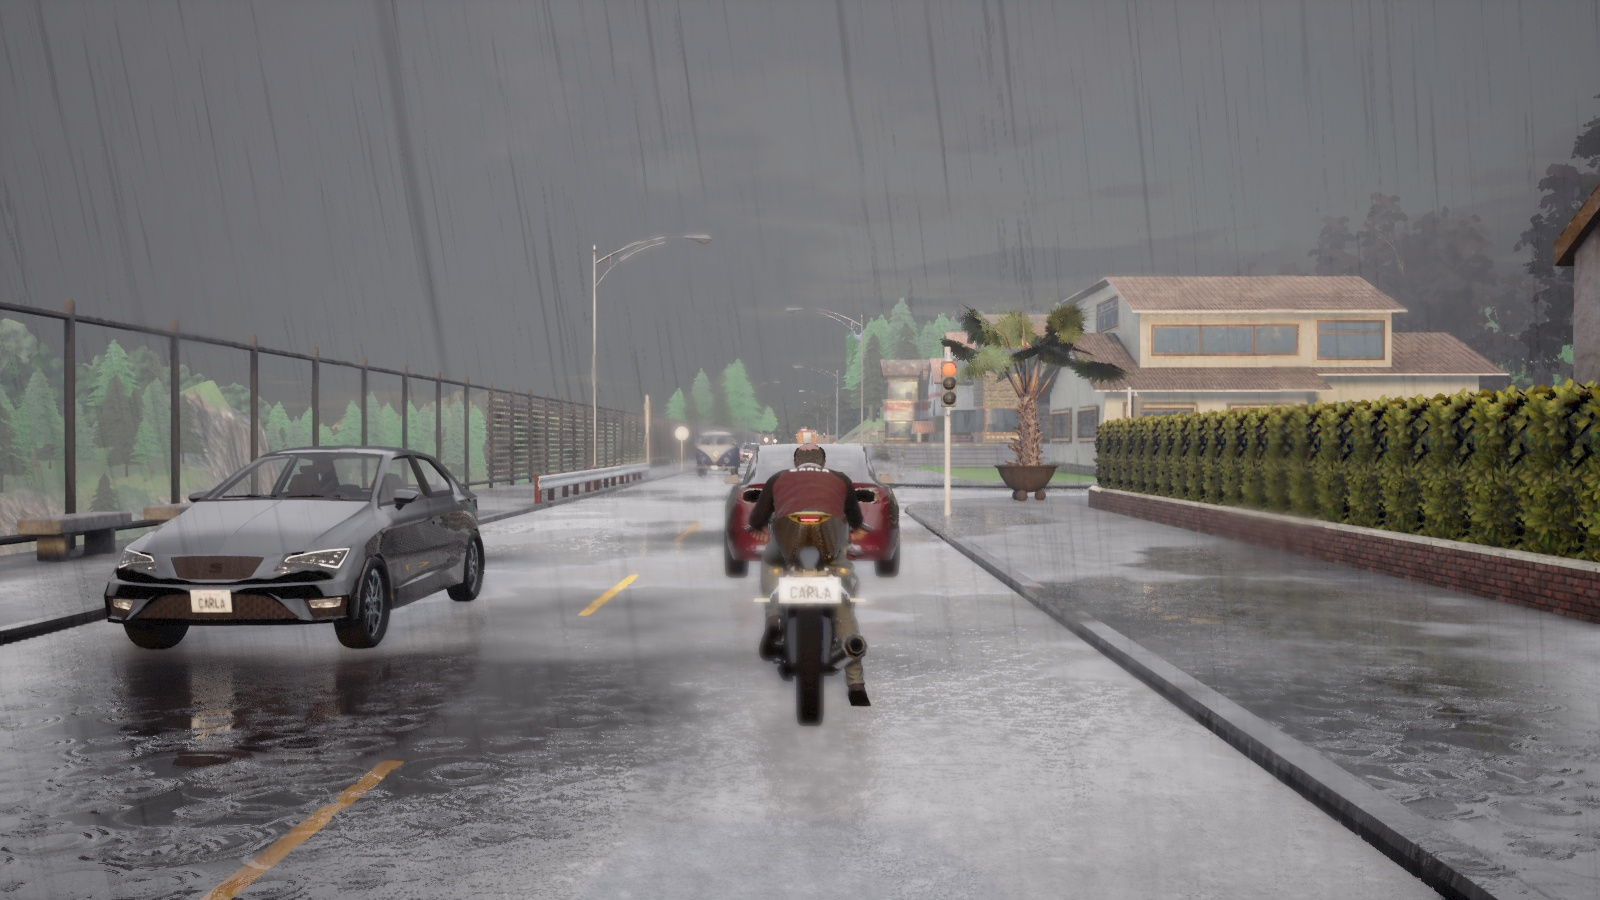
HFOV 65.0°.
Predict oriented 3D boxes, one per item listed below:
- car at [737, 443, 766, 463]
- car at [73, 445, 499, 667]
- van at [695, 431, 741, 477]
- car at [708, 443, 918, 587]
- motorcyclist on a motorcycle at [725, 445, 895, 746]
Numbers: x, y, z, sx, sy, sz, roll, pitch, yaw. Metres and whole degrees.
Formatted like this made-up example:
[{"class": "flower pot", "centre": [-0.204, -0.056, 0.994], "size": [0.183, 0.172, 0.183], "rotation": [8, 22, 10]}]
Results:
[{"class": "car", "centre": [-3.482, 0.194, 91.271], "size": [1.970, 1.475, 3.806], "rotation": [0, 0, 0]}, {"class": "car", "centre": [-3.927, 0.698, 10.470], "size": [1.816, 1.474, 4.193], "rotation": [0, 0, 0]}, {"class": "van", "centre": [-3.672, 0.178, 56.688], "size": [1.775, 1.987, 4.442], "rotation": [0, 0, 0]}, {"class": "car", "centre": [0.124, 0.660, 15.372], "size": [2.163, 1.488, 4.792], "rotation": [0, 0, 0]}, {"class": "motorcyclist on a motorcycle", "centre": [0.056, 0.739, 7.498], "size": [0.866, 1.530, 2.191], "rotation": [0, 0, 0]}]
